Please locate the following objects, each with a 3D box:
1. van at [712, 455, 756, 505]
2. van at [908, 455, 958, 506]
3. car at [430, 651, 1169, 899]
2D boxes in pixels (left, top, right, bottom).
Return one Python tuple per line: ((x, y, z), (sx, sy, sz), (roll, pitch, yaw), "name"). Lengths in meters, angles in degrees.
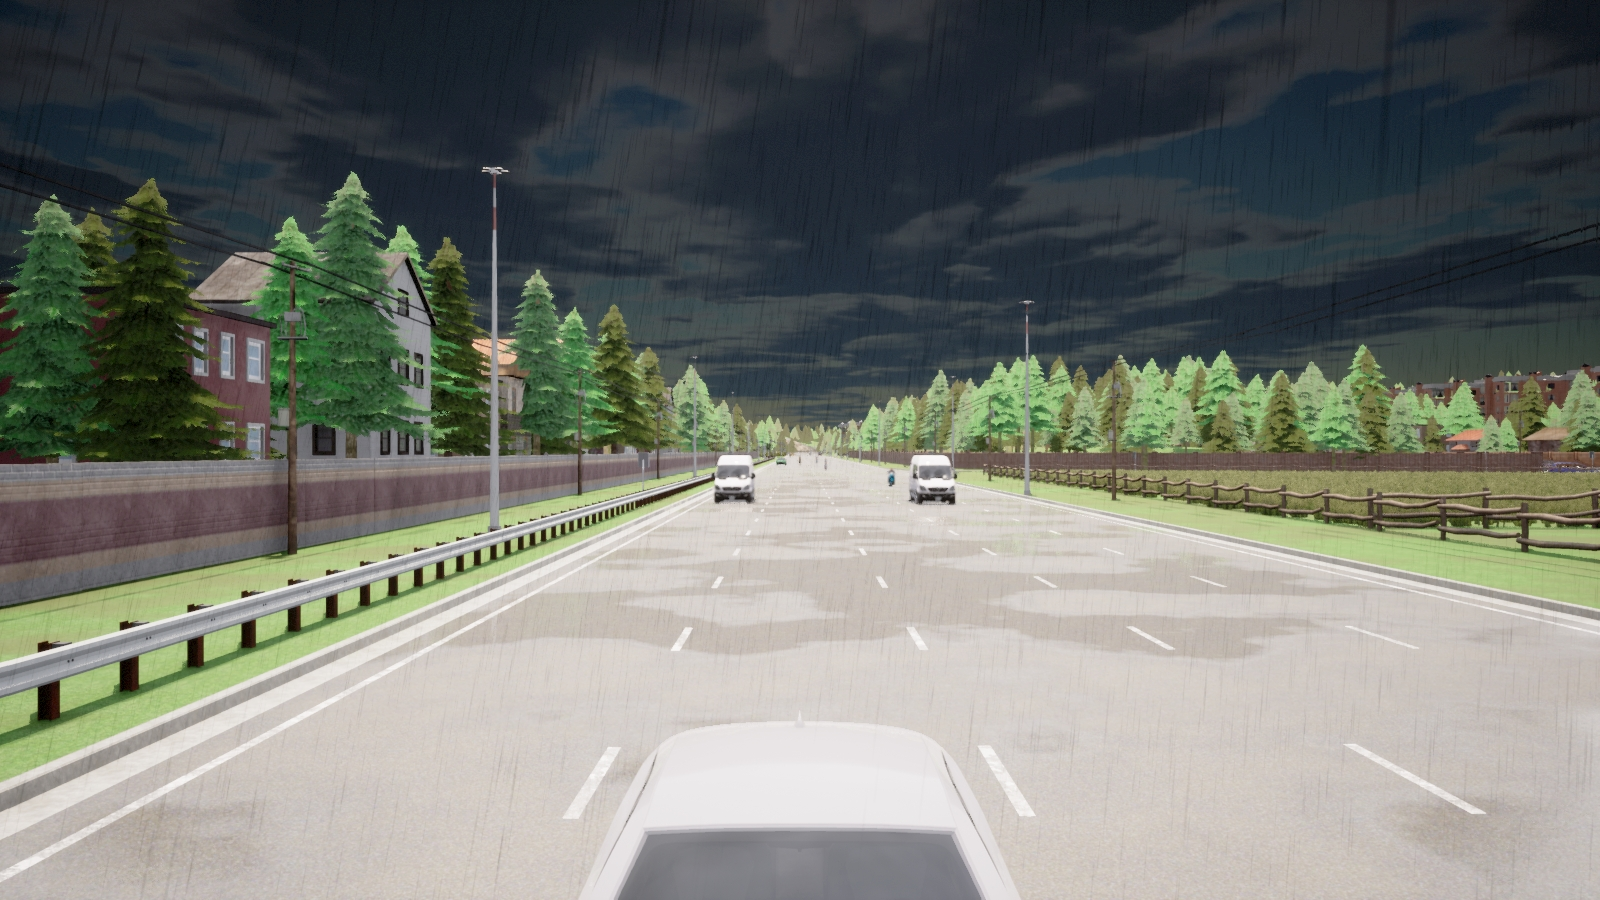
((-3.511, 1.574, 61.700), (1.988, 2.561, 5.915), (0, 0, 0), "van")
((6.988, 1.573, 60.693), (1.988, 2.561, 5.915), (0, 0, 0), "van")
((-0.001, 2.038, 4.686), (2.097, 1.535, 5.006), (0, 0, 0), "car")
